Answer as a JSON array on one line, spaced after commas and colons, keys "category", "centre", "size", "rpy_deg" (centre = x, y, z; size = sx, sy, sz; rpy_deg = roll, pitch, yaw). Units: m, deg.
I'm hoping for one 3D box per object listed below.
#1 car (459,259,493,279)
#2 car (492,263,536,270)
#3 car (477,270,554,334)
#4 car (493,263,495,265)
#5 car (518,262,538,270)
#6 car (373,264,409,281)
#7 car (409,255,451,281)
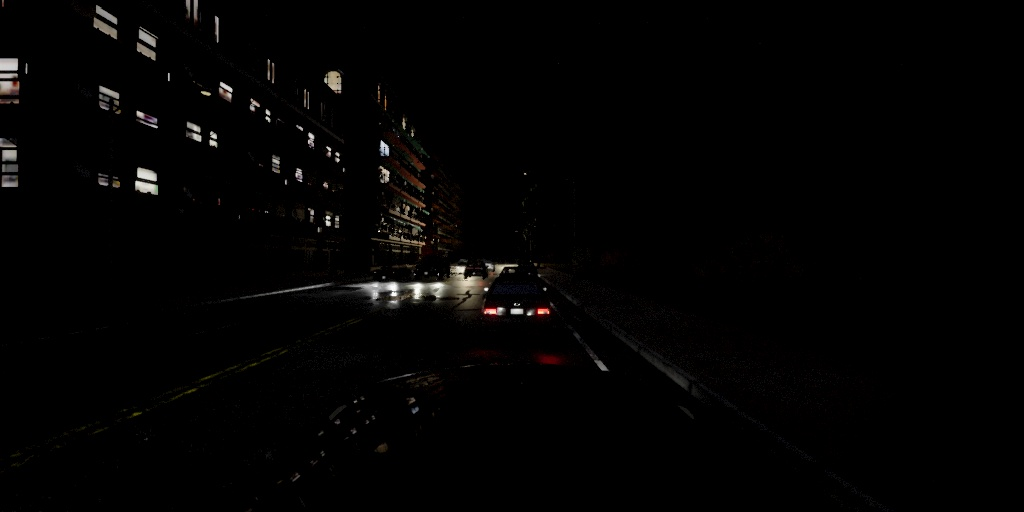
[{"category": "car", "centre": [-3.128, 1.243, 31.982], "size": [2.128, 1.511, 4.902], "rpy_deg": [0, 0, 0]}, {"category": "car", "centre": [0.113, 1.301, 20.976], "size": [2.033, 1.411, 5.357], "rpy_deg": [0, 0, 0]}, {"category": "car", "centre": [0.108, 1.299, 10.614], "size": [2.033, 1.411, 5.357], "rpy_deg": [0, 0, 0]}, {"category": "car", "centre": [-3.127, 1.279, 45.992], "size": [1.812, 1.442, 4.674], "rpy_deg": [0, 0, -2]}, {"category": "car", "centre": [1.159, 1.259, 30.743], "size": [1.837, 1.490, 4.892], "rpy_deg": [0, 0, 0]}, {"category": "car", "centre": [-9.830, 1.355, 29.751], "size": [1.895, 1.301, 4.718], "rpy_deg": [0, 0, 0]}, {"category": "car", "centre": [-6.579, 0.975, 30.186], "size": [2.150, 2.045, 5.566], "rpy_deg": [0, 0, 0]}]
